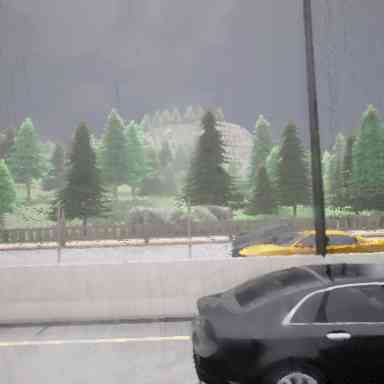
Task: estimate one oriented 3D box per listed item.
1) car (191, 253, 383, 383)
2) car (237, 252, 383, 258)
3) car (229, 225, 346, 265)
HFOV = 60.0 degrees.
[{"bbox_3d":[2.438,1.699,4.222,4.892,1.490,1.837,-2,-4,0],"label":"car"},{"bbox_3d":[4.094,2.053,11.397,5.008,1.535,1.882,-2,-4,0],"label":"car"},{"bbox_3d":[4.115,2.316,14.887,4.674,1.442,1.812,-2,-4,0],"label":"car"}]
